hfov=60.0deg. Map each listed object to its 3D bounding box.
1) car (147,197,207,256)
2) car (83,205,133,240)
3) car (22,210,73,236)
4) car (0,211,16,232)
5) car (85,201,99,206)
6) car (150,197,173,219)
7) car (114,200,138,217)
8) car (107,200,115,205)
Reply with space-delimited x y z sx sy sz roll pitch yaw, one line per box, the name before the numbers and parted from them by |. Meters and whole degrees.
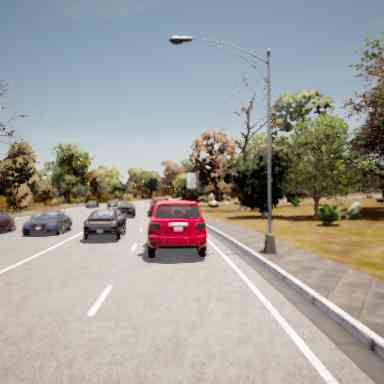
car | -0.691 1.366 13.905 2.150 2.045 5.566 0 0 -5
car | -4.660 1.688 18.325 2.128 1.511 4.902 0 -1 -6
car | -8.532 1.784 19.932 1.994 1.385 4.181 0 -1 -7
car | -11.992 1.785 19.399 1.994 1.385 4.181 0 -1 -7
car | -17.901 2.256 59.947 2.033 1.411 5.357 0 -1 -8
car | -3.278 1.580 34.687 2.150 2.045 5.566 0 0 -8
car | -6.941 1.878 35.483 1.837 1.490 4.892 0 0 -8
car | -14.576 2.217 61.406 2.128 1.511 4.902 0 -1 -8
